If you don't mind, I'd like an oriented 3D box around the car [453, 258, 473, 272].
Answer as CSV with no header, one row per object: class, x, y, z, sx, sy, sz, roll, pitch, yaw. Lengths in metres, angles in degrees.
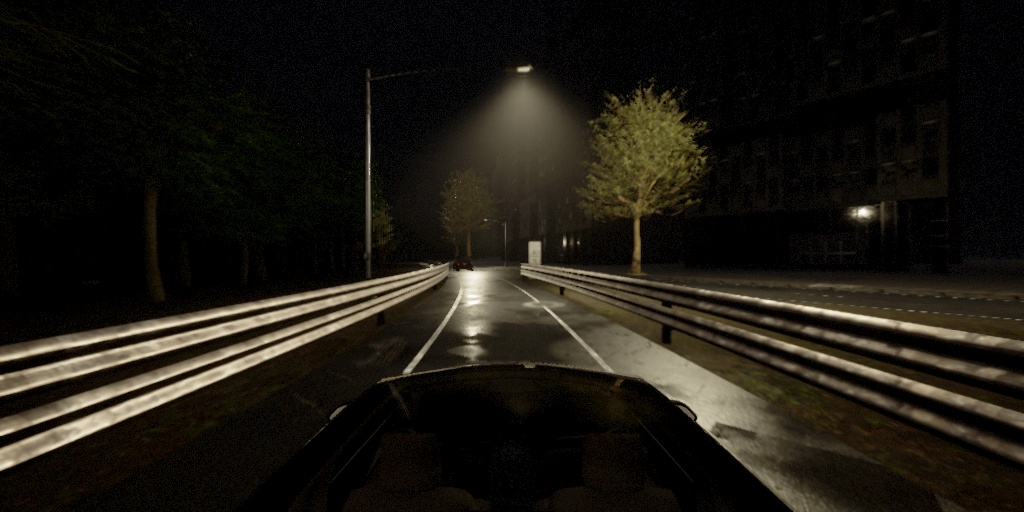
car,-6.476,1.089,47.060,2.097,1.767,4.553,0,0,-16
